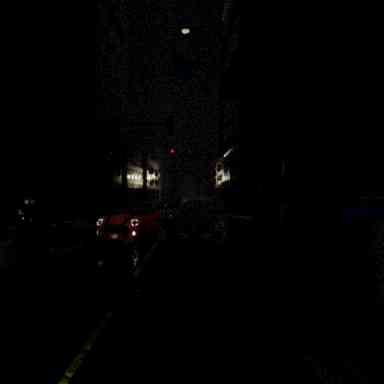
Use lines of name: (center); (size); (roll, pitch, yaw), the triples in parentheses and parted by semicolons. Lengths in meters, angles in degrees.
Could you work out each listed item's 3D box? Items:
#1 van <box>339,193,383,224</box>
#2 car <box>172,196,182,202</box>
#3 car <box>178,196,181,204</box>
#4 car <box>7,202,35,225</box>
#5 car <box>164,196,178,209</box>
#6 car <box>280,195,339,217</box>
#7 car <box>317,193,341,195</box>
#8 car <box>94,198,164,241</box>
van: (12.060, 1.151, 21.599); (3.998, 1.788, 1.690); (-1, 1, 0)
car: (-3.152, 1.453, 71.315); (1.895, 1.301, 4.718); (0, 0, 0)
car: (-3.198, 1.427, 51.399); (2.033, 1.411, 5.357); (0, 0, 1)
car: (-13.904, 1.453, 24.135); (4.553, 1.767, 2.097); (-1, 1, 0)
car: (-3.184, 1.459, 42.072); (1.994, 1.385, 4.181); (0, 0, 0)
car: (9.870, 1.257, 27.584); (5.008, 1.535, 1.882); (-1, 1, 3)
car: (12.019, 1.044, 30.123); (5.009, 1.841, 2.192); (-1, 1, 0)
car: (-3.026, 1.308, 16.326); (2.097, 1.767, 4.553); (0, 0, 7)
